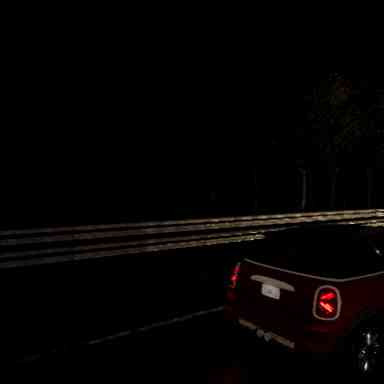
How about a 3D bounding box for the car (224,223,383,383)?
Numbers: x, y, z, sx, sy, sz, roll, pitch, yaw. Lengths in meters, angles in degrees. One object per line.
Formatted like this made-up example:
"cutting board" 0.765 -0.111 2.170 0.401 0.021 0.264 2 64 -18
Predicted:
"car" 2.790 1.333 5.621 4.553 1.767 2.097 0 0 -35
